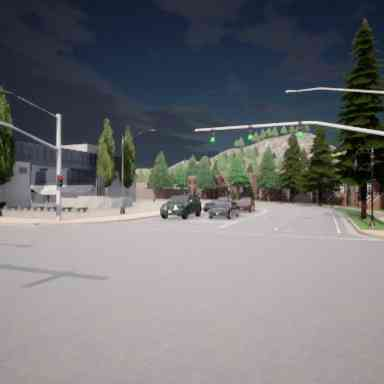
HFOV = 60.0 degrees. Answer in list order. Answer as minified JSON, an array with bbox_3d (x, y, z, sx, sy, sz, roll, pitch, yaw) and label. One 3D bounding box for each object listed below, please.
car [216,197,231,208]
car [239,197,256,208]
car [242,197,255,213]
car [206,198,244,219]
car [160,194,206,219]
[{"bbox_3d":[4.716,1.498,50.544,1.882,1.535,5.008,0,0,0],"label":"car"},{"bbox_3d":[8.144,1.524,49.569,1.837,1.490,4.892,0,0,1],"label":"car"},{"bbox_3d":[6.027,1.493,37.822,1.882,1.535,5.008,0,0,17],"label":"car"},{"bbox_3d":[2.889,1.517,29.186,1.837,1.490,4.892,0,0,21],"label":"car"},{"bbox_3d":[-0.831,1.233,29.304,2.150,2.045,5.566,0,0,20],"label":"car"}]
